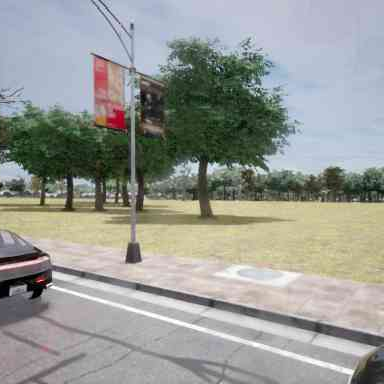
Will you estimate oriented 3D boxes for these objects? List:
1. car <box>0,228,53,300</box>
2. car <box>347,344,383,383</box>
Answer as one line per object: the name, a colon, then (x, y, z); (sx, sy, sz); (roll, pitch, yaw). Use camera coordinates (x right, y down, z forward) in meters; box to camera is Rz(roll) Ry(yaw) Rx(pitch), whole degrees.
car: (-5.009, 1.515, 7.229); (4.902, 1.511, 2.128); (0, 0, 36)
car: (3.267, 1.493, 1.346); (4.902, 1.511, 2.128); (0, 0, 36)
